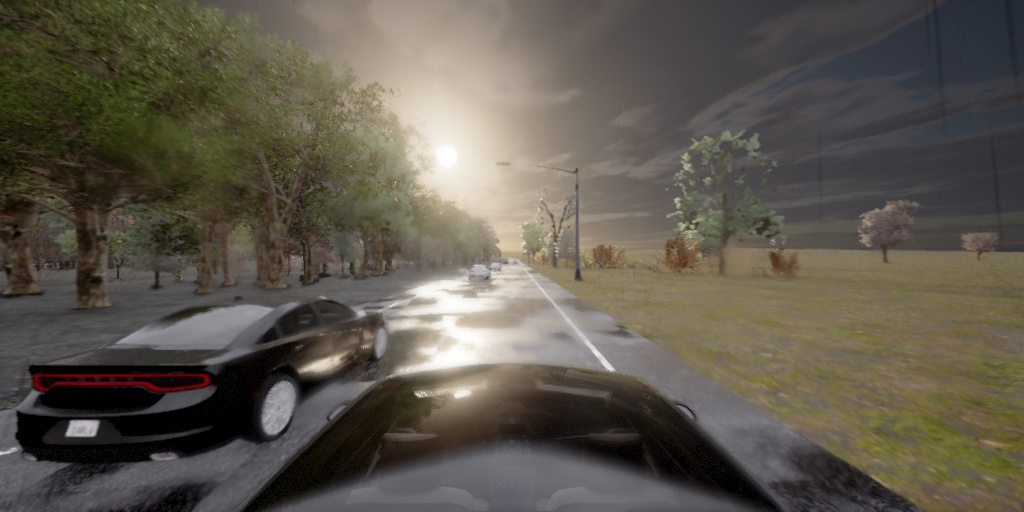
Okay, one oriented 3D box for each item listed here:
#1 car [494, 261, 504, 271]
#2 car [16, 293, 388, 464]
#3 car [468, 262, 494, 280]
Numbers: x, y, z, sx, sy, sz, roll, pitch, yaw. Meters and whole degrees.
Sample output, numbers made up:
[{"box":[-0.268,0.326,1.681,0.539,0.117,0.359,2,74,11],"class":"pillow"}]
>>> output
[{"box":[-2.901,1.807,62.931,1.812,1.442,4.674,0,0,1],"class":"car"},{"box":[-3.496,1.295,5.419,1.882,1.535,5.008,0,-1,1],"class":"car"},{"box":[-3.178,1.591,36.049,1.812,1.442,4.674,0,0,1],"class":"car"}]
